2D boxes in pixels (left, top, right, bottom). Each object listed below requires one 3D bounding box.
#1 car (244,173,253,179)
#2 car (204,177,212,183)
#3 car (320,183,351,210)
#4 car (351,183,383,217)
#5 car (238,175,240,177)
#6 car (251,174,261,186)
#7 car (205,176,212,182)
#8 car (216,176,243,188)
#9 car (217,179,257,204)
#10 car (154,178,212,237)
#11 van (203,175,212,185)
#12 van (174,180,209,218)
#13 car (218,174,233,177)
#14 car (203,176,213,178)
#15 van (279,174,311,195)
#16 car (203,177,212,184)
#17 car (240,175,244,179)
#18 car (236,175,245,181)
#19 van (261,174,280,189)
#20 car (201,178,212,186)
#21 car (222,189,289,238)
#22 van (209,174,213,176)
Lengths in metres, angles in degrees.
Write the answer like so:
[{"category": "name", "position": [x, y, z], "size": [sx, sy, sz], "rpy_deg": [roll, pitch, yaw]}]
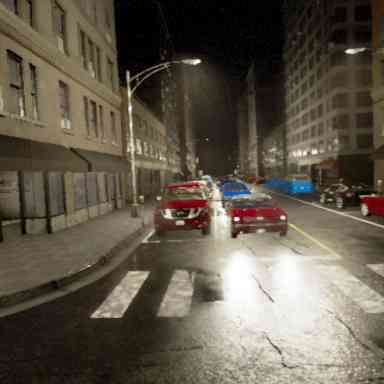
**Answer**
[{"category": "car", "position": [11.307, -2.296, 62.383], "size": [1.802, 1.307, 4.206], "rpy_deg": [-3, 3, 4]}, {"category": "car", "position": [3.823, -2.853, 79.376], "size": [1.802, 1.307, 4.206], "rpy_deg": [-3, 3, 4]}, {"category": "car", "position": [8.597, 0.151, 18.524], "size": [1.947, 1.339, 4.313], "rpy_deg": [-3, 3, 4]}, {"category": "car", "position": [8.258, 0.437, 13.041], "size": [1.887, 1.381, 4.507], "rpy_deg": [-3, 3, 4]}, {"category": "car", "position": [12.316, -3.358, 78.823], "size": [1.967, 1.590, 4.097], "rpy_deg": [-3, 3, 4]}, {"category": "car", "position": [10.630, -1.681, 51.419], "size": [1.802, 1.307, 4.206], "rpy_deg": [-3, 3, 4]}, {"category": "car", "position": [4.499, -3.481, 90.340], "size": [1.947, 1.339, 4.313], "rpy_deg": [-3, 3, 4]}, {"category": "car", "position": [3.497, -0.422, 32.026], "size": [1.882, 1.535, 5.008], "rpy_deg": [-2, 3, 4]}, {"category": "car", "position": [2.855, 0.141, 22.024], "size": [1.882, 1.535, 5.008], "rpy_deg": [-2, 3, 4]}, {"category": "car", "position": [-0.254, 0.571, 13.575], "size": [2.192, 1.841, 5.009], "rpy_deg": [-3, 3, 4]}, {"category": "van", "position": [3.134, -2.480, 68.398], "size": [1.690, 1.788, 3.998], "rpy_deg": [-3, 3, 4]}, {"category": "van", "position": [0.086, 0.290, 19.058], "size": [1.690, 1.788, 3.998], "rpy_deg": [-3, 3, 4]}, {"category": "car", "position": [4.550, -1.456, 48.080], "size": [2.097, 1.767, 4.553], "rpy_deg": [-2, 3, 4]}, {"category": "car", "position": [1.446, -0.844, 40.993], "size": [1.967, 1.590, 4.097], "rpy_deg": [-3, 3, 4]}, {"category": "van", "position": [9.264, -0.689, 29.477], "size": [1.690, 1.788, 3.998], "rpy_deg": [-3, 3, 4]}, {"category": "car", "position": [3.483, -2.563, 73.893], "size": [1.947, 1.339, 4.313], "rpy_deg": [-3, 3, 4]}, {"category": "car", "position": [11.633, -2.870, 67.851], "size": [2.192, 1.841, 5.009], "rpy_deg": [-3, 3, 4]}, {"category": "car", "position": [12.999, -3.859, 89.794], "size": [2.008, 1.369, 4.403], "rpy_deg": [-3, 3, 4]}, {"category": "van", "position": [9.941, -1.305, 40.442], "size": [1.690, 1.788, 3.998], "rpy_deg": [-3, 3, 4]}, {"category": "car", "position": [2.805, -1.964, 62.927], "size": [2.008, 1.369, 4.403], "rpy_deg": [-3, 3, 4]}, {"category": "car", "position": [2.272, 0.792, 12.618], "size": [1.895, 1.301, 4.718], "rpy_deg": [-2, 3, 4]}, {"category": "van", "position": [2.457, -1.866, 57.435], "size": [1.690, 1.788, 3.998], "rpy_deg": [-3, 3, 4]}]
